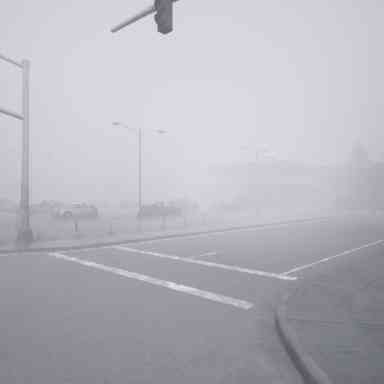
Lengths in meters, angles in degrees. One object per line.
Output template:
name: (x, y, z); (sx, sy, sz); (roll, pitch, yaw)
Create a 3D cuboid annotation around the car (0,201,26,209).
car: (-33.037, 2.386, 61.455); (1.970, 1.475, 3.806); (-1, -1, 44)

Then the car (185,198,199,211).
car: (-1.149, 1.735, 44.905); (1.932, 1.855, 4.605); (-1, -1, 44)

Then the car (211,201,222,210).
car: (4.714, 2.053, 51.028); (1.970, 1.475, 3.806); (-1, -1, 44)

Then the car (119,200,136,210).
car: (-9.616, 2.096, 54.065); (2.007, 1.523, 4.514); (-1, -1, 44)

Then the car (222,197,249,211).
car: (6.680, 1.724, 48.283); (1.905, 1.878, 3.866); (-1, -1, 44)

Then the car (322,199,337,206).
car: (30.691, 2.339, 72.358); (4.611, 1.667, 2.242); (-1, -1, 44)

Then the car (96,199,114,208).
car: (-16.775, 2.242, 61.035); (1.845, 1.501, 3.633); (-1, -1, 44)

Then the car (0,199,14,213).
car: (-27.063, 1.856, 45.185); (1.932, 1.855, 4.605); (-1, -1, 44)

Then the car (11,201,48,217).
car: (-15.481, 1.719, 34.578); (2.152, 1.636, 5.027); (-1, -1, 44)

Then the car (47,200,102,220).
car: (-10.639, 1.719, 30.353); (1.970, 1.475, 3.806); (-1, -1, 44)

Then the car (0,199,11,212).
car: (-24.686, 1.802, 43.464); (1.905, 1.878, 3.866); (-1, -1, 44)

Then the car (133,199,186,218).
car: (-3.108, 1.784, 32.880); (2.007, 1.523, 4.514); (-1, -1, 44)

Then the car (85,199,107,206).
car: (-22.260, 2.499, 76.922); (2.007, 1.523, 4.514); (-1, -1, 44)
